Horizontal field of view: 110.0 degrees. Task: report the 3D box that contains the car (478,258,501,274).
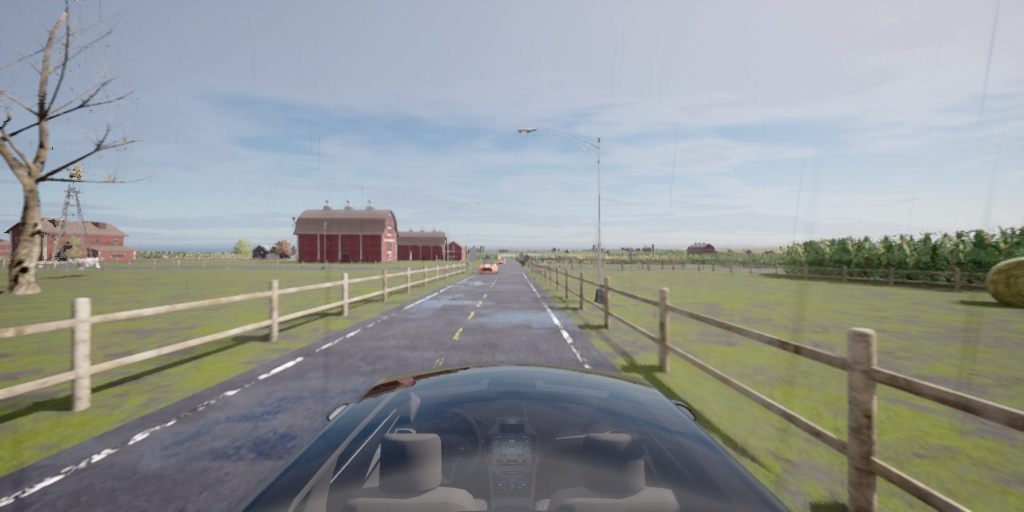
[{"bbox_3d":[-2.806,1.235,42.856,2.097,1.767,4.553,0,0,0],"label":"car"}]
